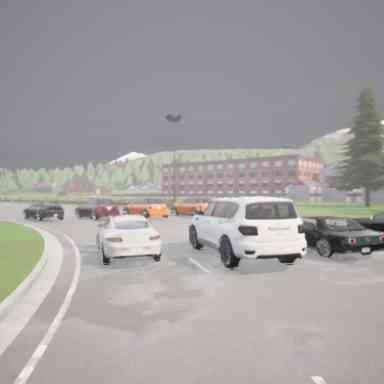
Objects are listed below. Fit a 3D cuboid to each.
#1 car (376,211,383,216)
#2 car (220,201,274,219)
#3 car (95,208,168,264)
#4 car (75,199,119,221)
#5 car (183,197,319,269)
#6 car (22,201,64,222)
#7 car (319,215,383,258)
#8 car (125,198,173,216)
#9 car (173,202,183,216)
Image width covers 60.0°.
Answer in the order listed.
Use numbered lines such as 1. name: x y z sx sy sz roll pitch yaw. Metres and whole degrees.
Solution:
1. car: 8.435 1.381 13.271 1.882 1.535 5.008 0 0 -16
2. car: 4.667 1.492 29.015 1.895 1.301 4.718 0 0 -34
3. car: -2.319 1.512 11.773 1.812 1.442 4.674 0 0 -18
4. car: -7.878 1.339 27.477 2.097 1.767 4.553 -1 0 -42
5. car: 1.558 1.180 11.351 2.150 2.045 5.566 0 0 -16
6. car: -12.030 1.524 26.803 4.892 1.490 1.837 0 0 44
7. car: 4.818 1.533 12.561 1.895 1.301 4.718 0 0 -17
8. car: -4.000 1.308 28.364 2.097 1.767 4.553 -1 0 -39
9. car: 0.085 1.276 29.254 2.097 1.767 4.553 -1 0 -37
